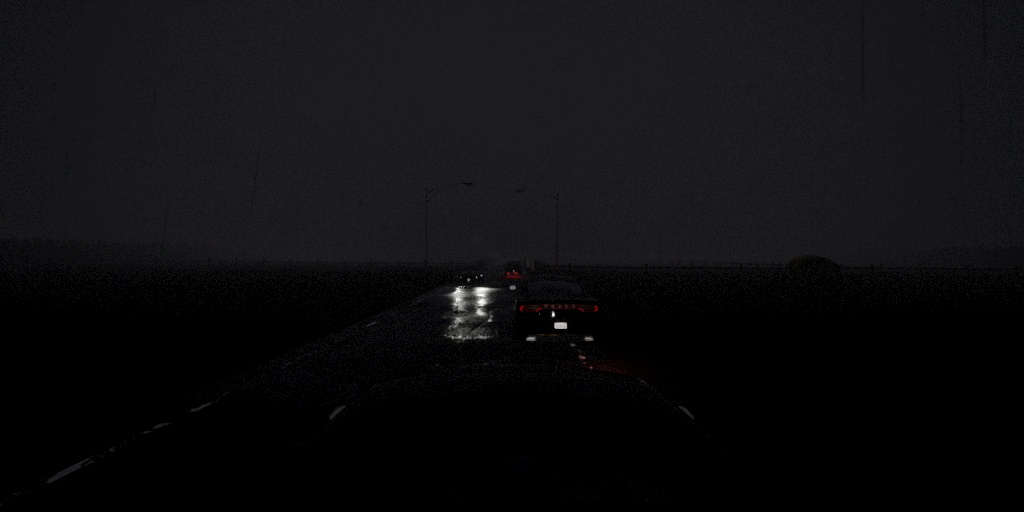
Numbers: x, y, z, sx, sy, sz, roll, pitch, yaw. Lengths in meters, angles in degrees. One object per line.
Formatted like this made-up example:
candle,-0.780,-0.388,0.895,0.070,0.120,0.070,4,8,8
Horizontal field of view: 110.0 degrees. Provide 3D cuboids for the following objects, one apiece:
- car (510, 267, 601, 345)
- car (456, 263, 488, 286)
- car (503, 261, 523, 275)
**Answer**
car,0.965,1.227,9.566,1.882,1.535,5.008,0,0,0
car,-2.742,1.249,25.110,1.837,1.490,4.892,0,0,0
car,0.111,1.243,38.734,1.837,1.490,4.892,0,0,-2
